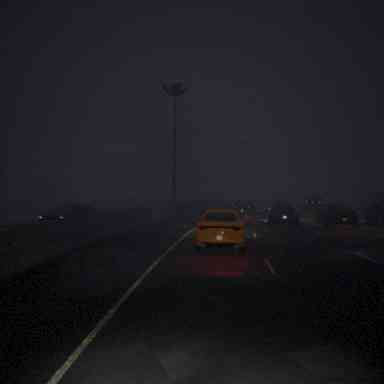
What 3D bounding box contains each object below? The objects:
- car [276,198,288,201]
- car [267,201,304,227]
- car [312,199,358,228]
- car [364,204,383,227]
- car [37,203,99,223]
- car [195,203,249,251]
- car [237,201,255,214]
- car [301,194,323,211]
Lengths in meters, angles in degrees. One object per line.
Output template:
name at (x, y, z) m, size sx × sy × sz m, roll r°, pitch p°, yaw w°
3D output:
car at (11.057, 1.518, 40.920) m, size 1.812 × 1.442 × 4.674 m, roll 0°, pitch 0°, yaw 18°
car at (6.312, 1.561, 23.228) m, size 1.994 × 1.385 × 4.181 m, roll 0°, pitch 0°, yaw 11°
car at (9.798, 1.496, 22.783) m, size 1.882 × 1.535 × 5.008 m, roll 0°, pitch 0°, yaw 11°
car at (13.320, 1.546, 22.719) m, size 1.837 × 1.490 × 4.892 m, roll 0°, pitch 0°, yaw 11°
car at (-8.221, 1.453, 22.866) m, size 2.033 × 1.411 × 5.357 m, roll 0°, pitch 0°, yaw 10°
car at (1.268, 1.459, 14.170) m, size 1.882 × 1.535 × 5.008 m, roll 0°, pitch 0°, yaw 7°
car at (5.677, 1.569, 35.596) m, size 1.895 × 1.301 × 4.718 m, roll 0°, pitch 0°, yaw 16°
car at (14.343, 1.237, 39.751) m, size 2.150 × 2.045 × 5.566 m, roll 0°, pitch 0°, yaw 18°
